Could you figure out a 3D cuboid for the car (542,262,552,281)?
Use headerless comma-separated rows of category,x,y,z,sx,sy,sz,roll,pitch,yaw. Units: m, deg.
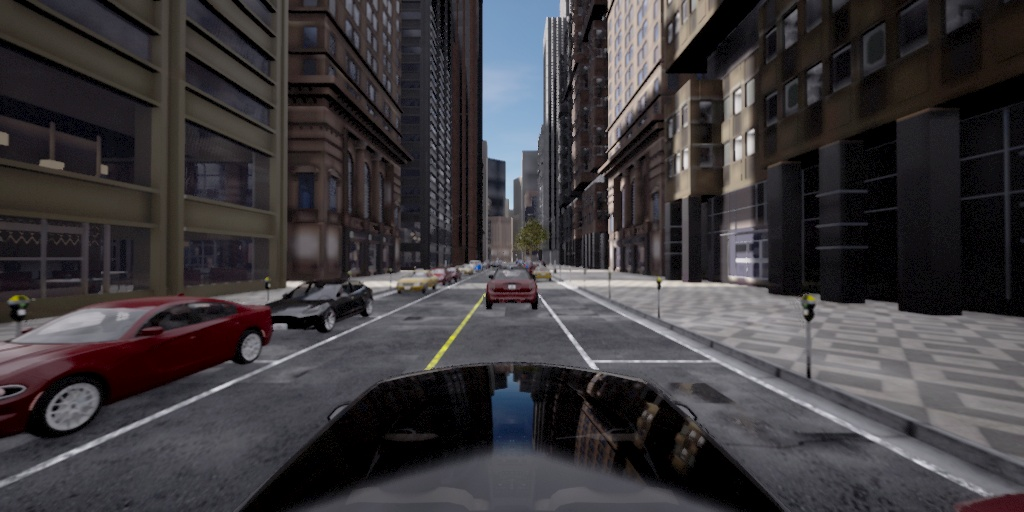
car,2.755,1.580,33.770,1.751,1.417,4.829,0,0,0

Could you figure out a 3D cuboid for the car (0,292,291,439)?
car,-5.764,1.330,5.493,1.888,1.381,4.507,0,0,0

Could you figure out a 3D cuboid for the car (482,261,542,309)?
car,-0.001,1.233,15.921,2.097,1.767,4.553,0,-1,0

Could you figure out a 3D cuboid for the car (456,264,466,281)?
car,-5.770,1.636,33.585,1.802,1.307,4.207,0,0,0

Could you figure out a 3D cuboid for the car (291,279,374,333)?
car,-5.765,1.404,11.111,1.948,1.339,4.313,0,0,0

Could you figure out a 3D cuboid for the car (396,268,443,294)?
car,-5.768,1.469,22.178,1.751,1.417,4.829,0,0,0

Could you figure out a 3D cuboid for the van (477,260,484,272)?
van,-5.776,1.618,56.059,1.690,1.789,3.998,0,0,0

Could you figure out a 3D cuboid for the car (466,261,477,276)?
car,-5.773,1.691,44.652,1.751,1.417,4.829,0,0,0

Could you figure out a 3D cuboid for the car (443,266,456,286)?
car,-5.769,1.580,27.967,1.802,1.307,4.207,0,0,0
